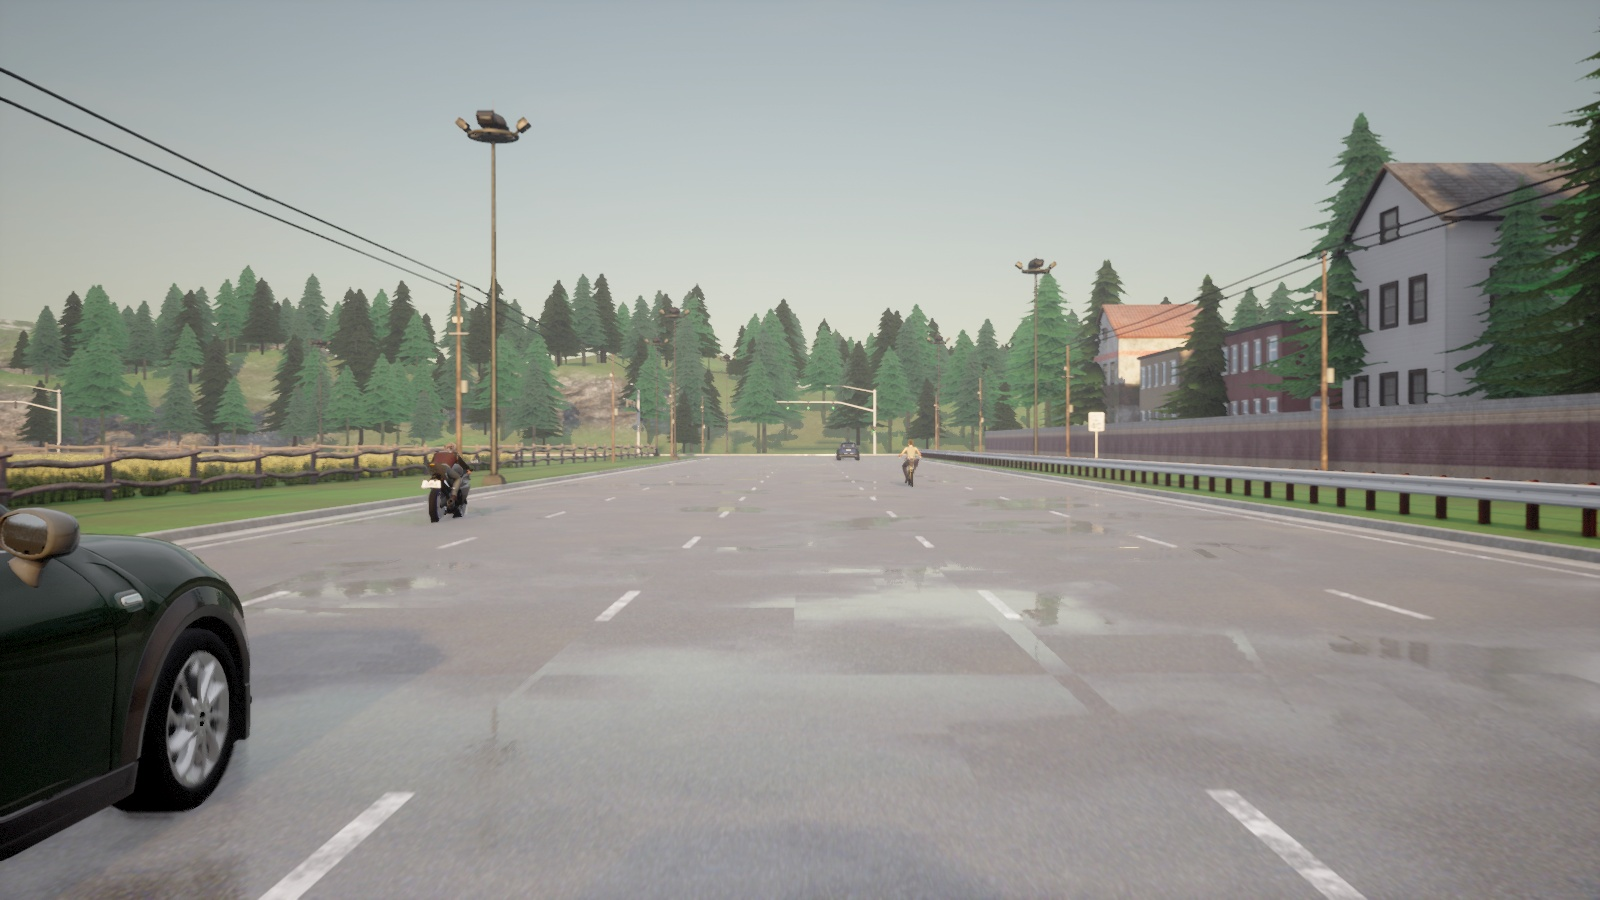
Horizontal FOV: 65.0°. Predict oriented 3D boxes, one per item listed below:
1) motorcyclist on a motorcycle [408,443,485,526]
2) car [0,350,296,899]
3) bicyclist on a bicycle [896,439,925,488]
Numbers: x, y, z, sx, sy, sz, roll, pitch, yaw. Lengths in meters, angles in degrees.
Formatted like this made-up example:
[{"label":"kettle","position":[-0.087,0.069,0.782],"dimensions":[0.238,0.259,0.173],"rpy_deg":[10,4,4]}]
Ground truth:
[{"label":"motorcyclist on a motorcycle","position":[-6.845,0.638,24.434],"dimensions":[0.866,1.530,2.191],"rpy_deg":[0,0,0]},{"label":"car","position":[-3.463,0.581,3.715],"dimensions":[2.097,1.767,4.553],"rpy_deg":[0,0,0]},{"label":"bicyclist on a bicycle","position":[3.754,0.446,42.663],"dimensions":[0.866,1.612,1.509],"rpy_deg":[0,0,1]}]
